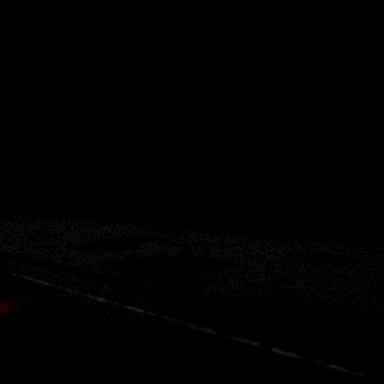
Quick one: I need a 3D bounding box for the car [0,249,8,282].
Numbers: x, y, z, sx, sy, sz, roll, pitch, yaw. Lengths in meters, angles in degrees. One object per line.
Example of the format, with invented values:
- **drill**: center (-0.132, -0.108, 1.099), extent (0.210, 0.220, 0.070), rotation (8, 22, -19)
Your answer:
- **car**: center (-6.422, 1.539, 8.260), extent (4.181, 1.385, 1.994), rotation (0, 0, 36)
